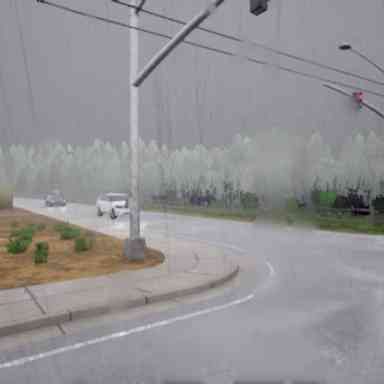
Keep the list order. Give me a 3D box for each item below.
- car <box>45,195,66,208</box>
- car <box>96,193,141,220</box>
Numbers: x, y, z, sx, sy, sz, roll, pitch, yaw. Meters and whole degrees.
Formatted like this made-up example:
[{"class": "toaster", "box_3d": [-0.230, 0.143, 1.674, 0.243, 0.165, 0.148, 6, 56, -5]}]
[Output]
[{"class": "car", "box_3d": [-19.398, 1.246, 47.339, 2.097, 1.767, 4.553, 0, 0, -34]}, {"class": "car", "box_3d": [-6.220, 1.123, 27.612, 2.150, 2.045, 5.566, 0, 0, -34]}]
